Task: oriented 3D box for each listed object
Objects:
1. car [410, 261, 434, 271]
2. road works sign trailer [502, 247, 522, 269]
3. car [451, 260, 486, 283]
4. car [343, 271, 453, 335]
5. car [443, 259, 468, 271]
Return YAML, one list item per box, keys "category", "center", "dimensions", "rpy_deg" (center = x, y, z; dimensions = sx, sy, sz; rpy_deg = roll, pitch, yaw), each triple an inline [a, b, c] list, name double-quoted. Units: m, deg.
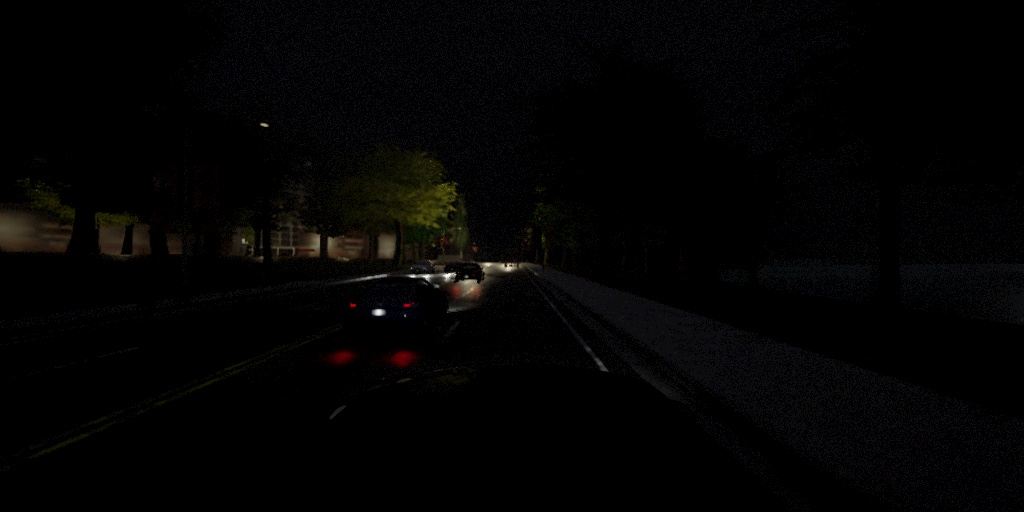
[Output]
- category: "car"
  center: [-9.848, 1.257, 39.637]
  dimensions: [1.812, 1.442, 4.674]
  rpy_deg: [0, 0, 0]
- category: "road works sign trailer"
  center: [-0.012, 0.239, 58.929]
  dimensions: [2.380, 3.560, 2.880]
  rpy_deg: [0, 0, 0]
- category: "car"
  center: [-3.156, 1.249, 27.125]
  dimensions: [1.812, 1.442, 4.674]
  rpy_deg: [0, 0, 0]
- category: "car"
  center: [-3.152, 1.301, 10.486]
  dimensions: [1.994, 1.385, 4.181]
  rpy_deg: [0, 0, 0]
- category: "car"
  center: [-6.593, 1.298, 41.253]
  dimensions: [1.994, 1.385, 4.181]
  rpy_deg: [0, 0, 0]
